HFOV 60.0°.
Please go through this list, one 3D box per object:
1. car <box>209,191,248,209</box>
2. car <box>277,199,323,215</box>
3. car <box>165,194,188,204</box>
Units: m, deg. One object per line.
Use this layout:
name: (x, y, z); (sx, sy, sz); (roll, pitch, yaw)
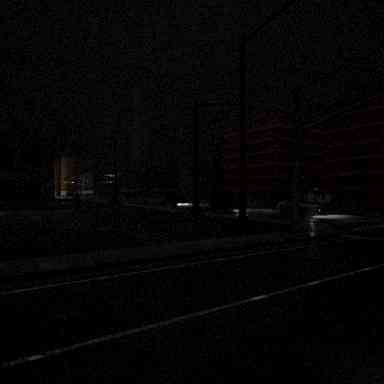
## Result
car: (4.463, 0.934, 41.482); (2.150, 2.045, 5.566); (0, 1, -35)
car: (10.481, 1.393, 32.690); (1.812, 1.442, 4.674); (0, 1, -34)
car: (-2.429, 1.061, 51.550); (1.994, 1.385, 4.181); (0, 1, -34)
